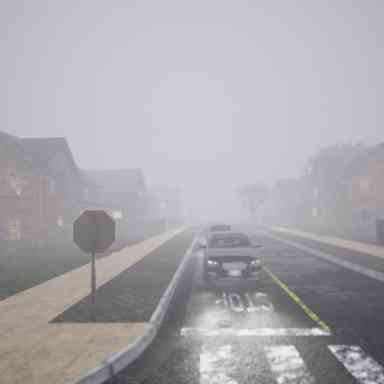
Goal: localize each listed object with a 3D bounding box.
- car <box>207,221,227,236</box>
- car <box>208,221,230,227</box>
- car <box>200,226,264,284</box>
[{"bbox_3d":[2.582,3.770,34.985,1.895,1.301,4.718,-1,-4,3],"label":"car"},{"bbox_3d":[1.918,2.892,22.568,1.837,1.490,4.892,-1,-4,3],"label":"car"},{"bbox_3d":[1.367,2.227,12.049,2.128,1.511,4.902,-1,-4,3],"label":"car"}]
